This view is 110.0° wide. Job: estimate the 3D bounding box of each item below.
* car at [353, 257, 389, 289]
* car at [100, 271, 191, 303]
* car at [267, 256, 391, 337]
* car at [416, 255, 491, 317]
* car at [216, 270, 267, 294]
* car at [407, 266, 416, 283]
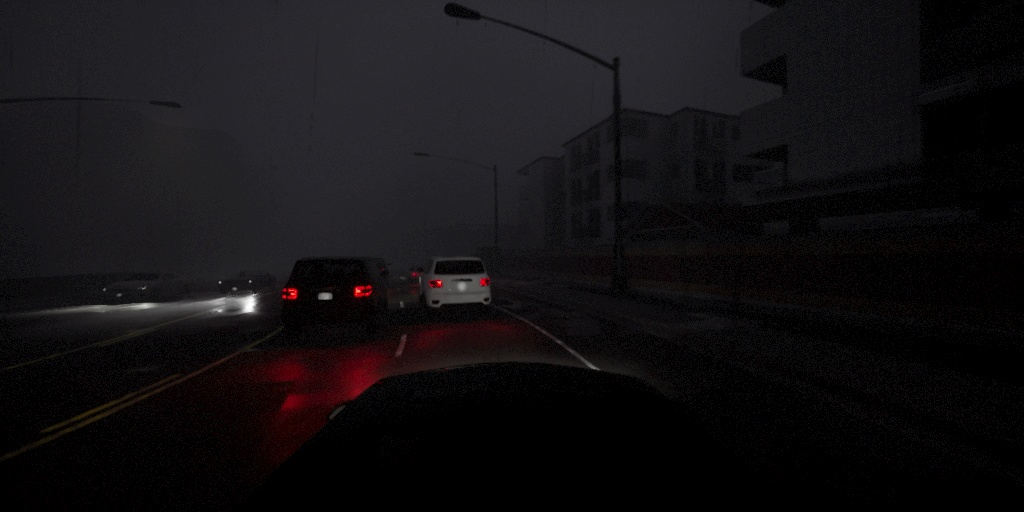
[{"bbox_3d":[-10.100,1.095,26.095,2.150,2.045,5.566,-1,0,-19],"label":"car"},{"bbox_3d":[-18.878,1.526,18.756,1.812,1.442,4.674,-1,0,-19],"label":"car"},{"bbox_3d":[-5.052,1.036,10.862,2.150,2.045,5.566,-1,0,-16],"label":"car"},{"bbox_3d":[-2.326,0.998,13.693,2.150,2.045,5.566,-1,0,-17],"label":"car"},{"bbox_3d":[-16.428,1.565,22.441,1.895,1.301,4.718,-1,0,-19],"label":"car"},{"bbox_3d":[-7.636,1.439,29.703,1.895,1.301,4.718,-1,0,-19],"label":"car"}]
